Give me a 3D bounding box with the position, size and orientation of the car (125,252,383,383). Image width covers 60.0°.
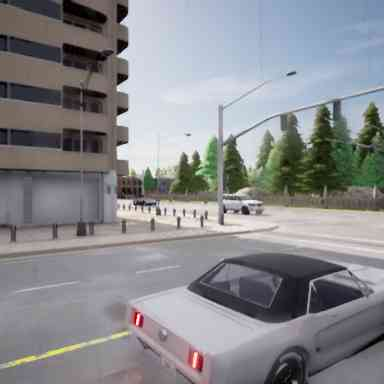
[{"bbox_3d":[1.567,1.596,4.896,4.718,1.301,1.895,0,0,-35],"label":"car"}]

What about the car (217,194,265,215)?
[{"bbox_3d":[4.967,1.252,34.293,2.150,2.045,5.566,0,0,-36],"label":"car"}]

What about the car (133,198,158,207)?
[{"bbox_3d":[-7.153,1.577,51.170,2.033,1.411,5.357,0,0,-36],"label":"car"}]
